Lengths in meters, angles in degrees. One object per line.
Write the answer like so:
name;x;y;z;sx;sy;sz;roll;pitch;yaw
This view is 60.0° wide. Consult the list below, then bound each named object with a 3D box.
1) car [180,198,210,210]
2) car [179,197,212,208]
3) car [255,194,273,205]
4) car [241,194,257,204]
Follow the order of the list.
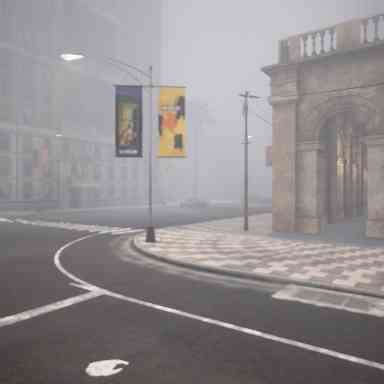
car;0.375;1.513;42.078;1.812;1.442;4.674;0;0;35
car;0.580;1.533;48.382;2.033;1.411;5.357;0;0;36
car;13.811;1.589;60.612;1.895;1.301;4.718;0;0;36
car;11.382;1.314;63.218;2.150;2.045;5.566;0;0;36
